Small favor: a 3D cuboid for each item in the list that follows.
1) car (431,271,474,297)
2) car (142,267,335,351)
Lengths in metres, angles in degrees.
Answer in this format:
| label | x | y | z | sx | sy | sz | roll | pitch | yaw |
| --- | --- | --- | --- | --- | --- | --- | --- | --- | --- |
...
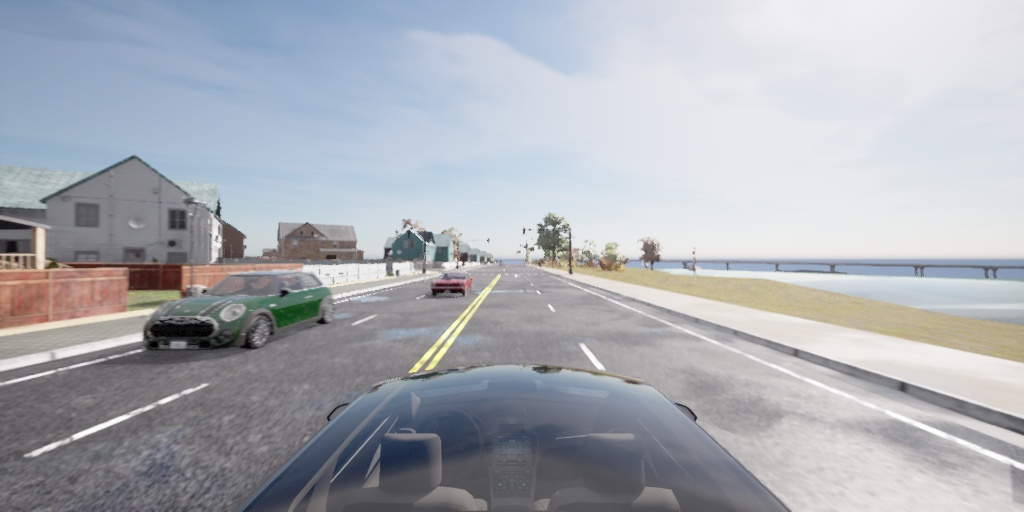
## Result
| label | x | y | z | sx | sy | sz | roll | pitch | yaw |
| --- | --- | --- | --- | --- | --- | --- | --- | --- | --- |
| car | -3.350 | 1.567 | 20.793 | 1.895 | 1.301 | 4.718 | 0 | -1 | 0 |
| car | -6.601 | 1.187 | 9.344 | 2.097 | 1.767 | 4.553 | 0 | -1 | 0 |
